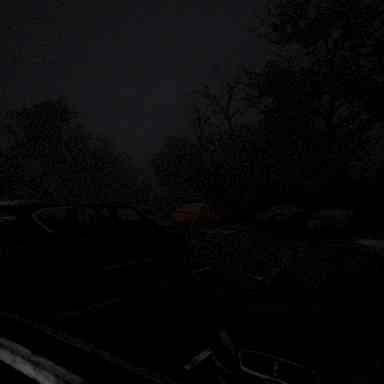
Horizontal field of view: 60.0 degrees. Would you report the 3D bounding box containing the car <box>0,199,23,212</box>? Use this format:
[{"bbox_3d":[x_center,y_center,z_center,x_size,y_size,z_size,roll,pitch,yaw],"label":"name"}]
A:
[{"bbox_3d":[-22.520,1.552,38.617,2.002,1.452,4.674,0,0,36],"label":"car"}]

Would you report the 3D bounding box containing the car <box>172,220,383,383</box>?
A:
[{"bbox_3d":[2.139,1.465,4.924,2.231,1.521,4.892,0,0,36],"label":"car"}]

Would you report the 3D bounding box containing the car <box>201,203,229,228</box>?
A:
[{"bbox_3d":[0.650,1.440,22.049,2.097,1.535,5.008,0,0,36],"label":"car"}]

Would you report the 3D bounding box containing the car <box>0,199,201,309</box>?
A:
[{"bbox_3d":[-2.408,1.195,8.199,2.435,2.045,5.566,0,0,36],"label":"car"}]

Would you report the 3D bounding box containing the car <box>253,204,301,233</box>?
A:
[{"bbox_3d":[5.187,1.445,18.820,2.097,1.535,5.008,0,0,36],"label":"car"}]

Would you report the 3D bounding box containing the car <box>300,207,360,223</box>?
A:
[{"bbox_3d":[7.453,1.494,17.197,2.002,1.452,4.674,0,0,36],"label":"car"}]
